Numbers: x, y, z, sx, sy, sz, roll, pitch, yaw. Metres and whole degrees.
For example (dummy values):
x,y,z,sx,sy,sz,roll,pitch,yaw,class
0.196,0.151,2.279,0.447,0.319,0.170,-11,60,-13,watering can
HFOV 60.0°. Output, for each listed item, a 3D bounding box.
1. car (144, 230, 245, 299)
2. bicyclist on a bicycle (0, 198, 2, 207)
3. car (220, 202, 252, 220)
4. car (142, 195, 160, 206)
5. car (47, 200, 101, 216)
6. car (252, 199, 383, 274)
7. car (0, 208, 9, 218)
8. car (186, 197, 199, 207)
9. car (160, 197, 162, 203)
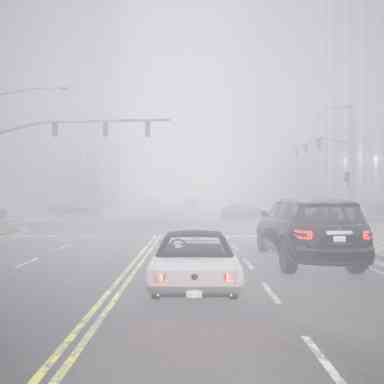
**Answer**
x,y,z,sx,sy,sz,roll,pitch,yaw,class
0.067,1.601,8.369,1.895,1.301,4.718,0,0,1,car
-26.380,1.301,45.389,0.582,1.620,1.656,0,0,-1,bicyclist on a bicycle
4.411,1.564,27.689,4.181,1.385,1.994,0,0,-1,car
-7.040,1.352,55.236,2.097,1.767,4.553,0,0,0,car
-11.257,1.492,31.866,4.902,1.511,2.128,0,0,-13,car
3.583,1.222,10.723,2.150,2.045,5.566,0,0,0,car
-17.858,1.601,27.484,4.718,1.301,1.895,0,0,-1,car
0.046,1.477,51.145,1.882,1.535,5.008,0,0,2,car
-6.971,1.547,65.756,2.033,1.411,5.357,0,0,1,car
